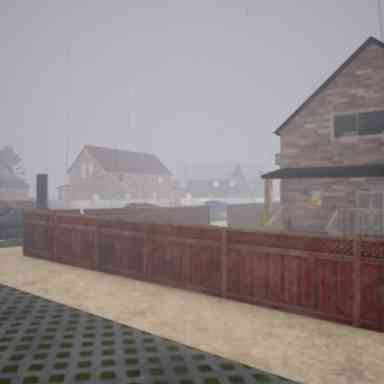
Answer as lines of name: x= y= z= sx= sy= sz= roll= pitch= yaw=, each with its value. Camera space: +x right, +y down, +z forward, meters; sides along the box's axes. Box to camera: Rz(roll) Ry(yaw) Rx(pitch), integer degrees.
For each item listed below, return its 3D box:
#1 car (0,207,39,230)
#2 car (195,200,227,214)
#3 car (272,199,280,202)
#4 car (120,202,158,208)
car: x=-10.636 y=1.599 z=19.893 sx=2.033 sy=1.411 sz=5.357 roll=0 pitch=0 yaw=37
car: x=2.122 y=1.666 z=37.790 sx=1.882 sy=1.535 sz=5.008 roll=0 pitch=0 yaw=35
car: x=12.017 y=1.783 z=46.671 sx=2.128 sy=1.511 sz=4.902 roll=0 pitch=0 yaw=35
car: x=-4.755 y=1.616 z=28.113 sx=1.837 sy=1.490 sz=4.892 roll=0 pitch=0 yaw=35
